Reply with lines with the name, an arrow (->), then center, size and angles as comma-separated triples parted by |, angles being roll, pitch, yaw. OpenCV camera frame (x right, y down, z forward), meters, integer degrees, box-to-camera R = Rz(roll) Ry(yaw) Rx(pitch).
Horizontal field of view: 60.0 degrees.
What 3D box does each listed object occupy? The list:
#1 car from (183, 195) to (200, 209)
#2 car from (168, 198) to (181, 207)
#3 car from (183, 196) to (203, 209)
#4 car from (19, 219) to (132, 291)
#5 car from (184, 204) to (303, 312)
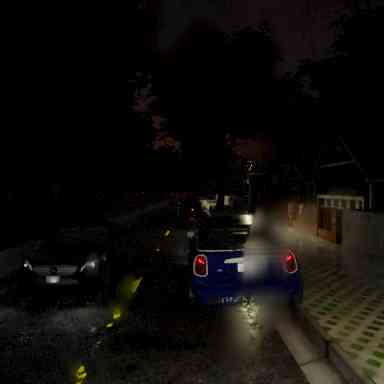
car -> -0.033, 1.379, 45.943 | 2.097, 1.767, 4.553 | 0, 0, 2
car -> -2.669, 1.573, 51.189 | 2.033, 1.411, 5.357 | 0, 0, 0
car -> 0.085, 1.530, 35.980 | 1.837, 1.490, 4.892 | 0, 0, 1
car -> -2.834, 1.527, 9.120 | 1.812, 1.442, 4.674 | 0, 0, 0
car -> 0.942, 1.320, 7.878 | 2.097, 1.767, 4.553 | -2, 0, 0
